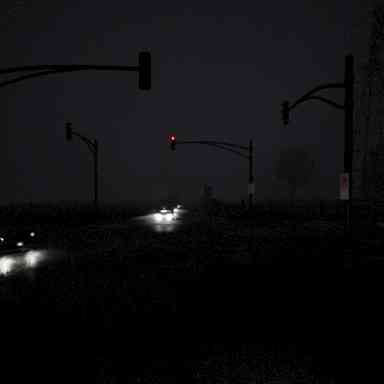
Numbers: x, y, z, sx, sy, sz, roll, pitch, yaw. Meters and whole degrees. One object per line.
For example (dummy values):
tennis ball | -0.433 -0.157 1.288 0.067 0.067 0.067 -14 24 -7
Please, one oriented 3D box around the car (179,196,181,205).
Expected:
car | -3.024 1.595 47.506 1.895 1.301 4.718 0 0 0

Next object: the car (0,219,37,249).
car | -9.263 1.708 14.249 5.357 1.411 2.033 0 1 23

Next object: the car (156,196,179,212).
car | -2.970 1.485 37.690 2.128 1.511 4.902 0 0 -1

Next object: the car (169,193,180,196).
car | -3.074 1.217 57.858 2.150 2.045 5.566 0 0 0
